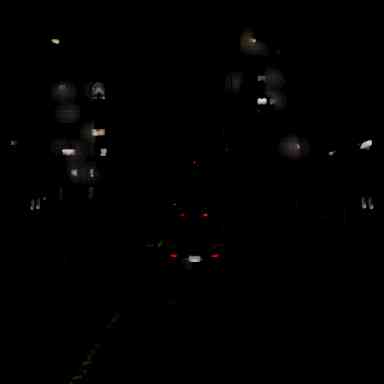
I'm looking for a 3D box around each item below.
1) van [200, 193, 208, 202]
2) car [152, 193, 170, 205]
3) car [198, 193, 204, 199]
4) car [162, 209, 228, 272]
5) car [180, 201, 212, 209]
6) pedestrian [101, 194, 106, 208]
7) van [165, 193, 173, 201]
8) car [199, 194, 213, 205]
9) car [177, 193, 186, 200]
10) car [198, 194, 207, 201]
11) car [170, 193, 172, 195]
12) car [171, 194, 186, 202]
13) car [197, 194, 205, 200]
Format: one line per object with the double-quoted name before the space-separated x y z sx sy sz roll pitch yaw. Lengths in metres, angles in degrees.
"van" 2.582 1.221 71.439 1.690 1.788 3.998 0 0 0
"car" -5.302 1.229 54.784 2.192 1.841 5.009 0 0 0
"car" 2.580 1.474 65.888 1.802 1.307 4.206 0 0 0
"car" 0.097 1.511 10.670 1.812 1.442 4.674 0 0 1
"car" 0.098 1.532 22.501 1.994 1.385 4.181 0 0 0
"pedestrian" -12.142 1.218 45.536 0.375 1.860 0.375 0 1 0
"van" -5.297 1.209 76.992 1.690 1.788 3.998 0 0 0
"car" 2.578 1.480 54.784 1.947 1.339 4.313 0 0 0
"car" -2.733 1.185 85.820 2.097 1.767 4.553 0 0 0
"car" 2.584 1.297 82.543 1.967 1.590 4.097 0 0 0
"car" -5.299 1.425 71.441 1.887 1.381 4.507 0 0 0
"car" -2.737 1.385 69.361 1.837 1.490 4.892 0 0 0
"car" 2.586 1.383 93.648 2.008 1.369 4.403 0 0 0
